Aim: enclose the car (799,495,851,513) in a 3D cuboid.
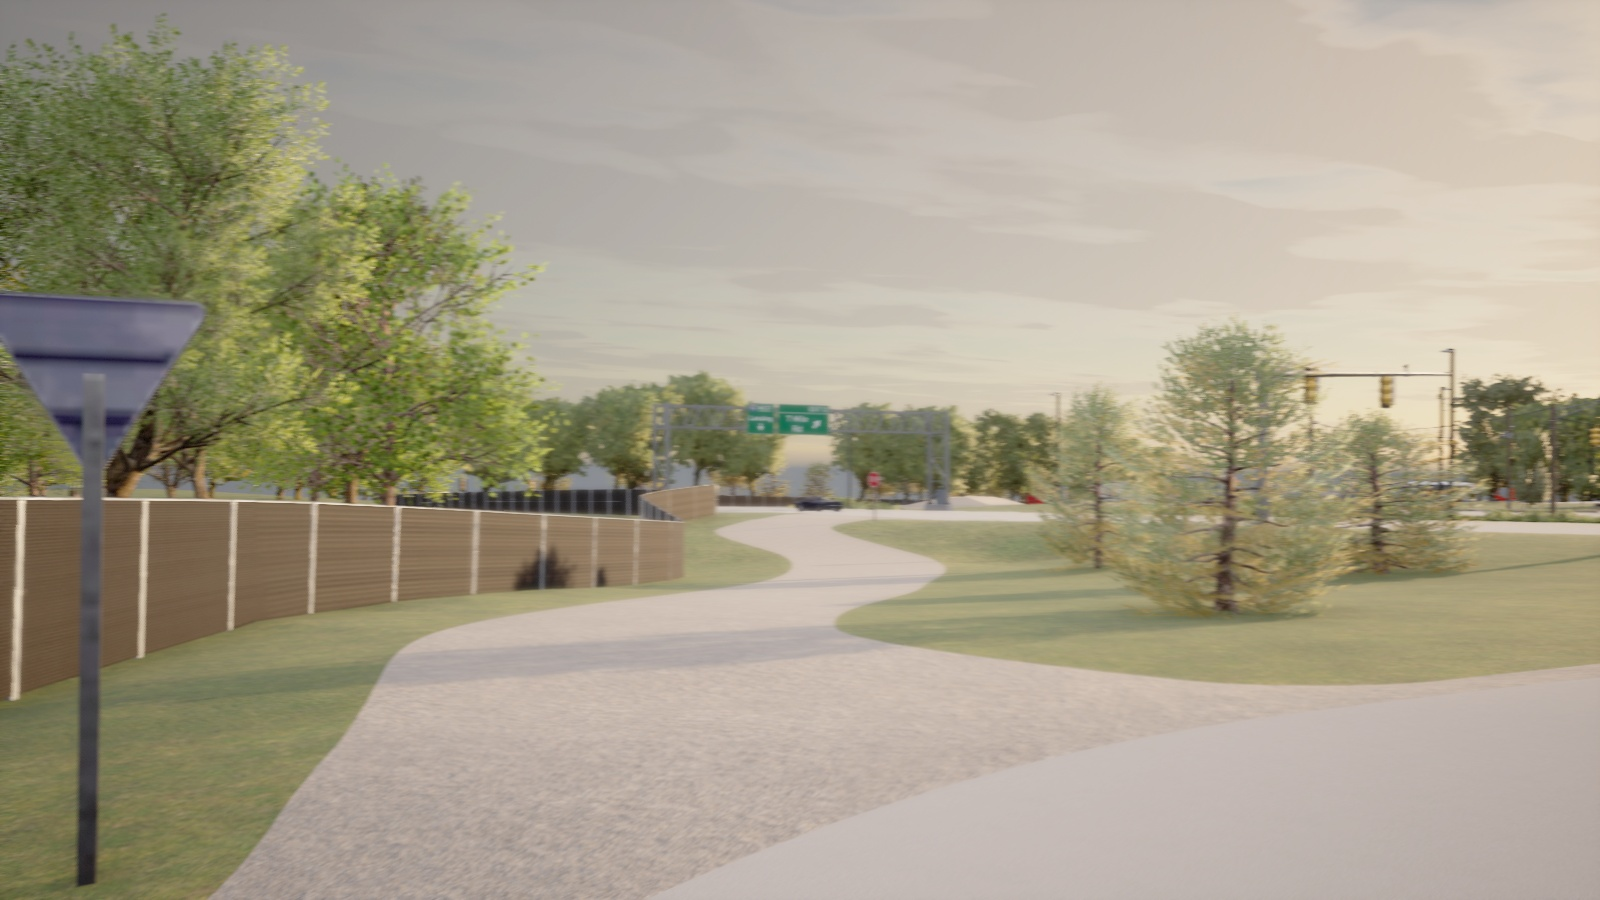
[{"bbox_3d":[1.858,4.094,95.093,1.895,1.301,4.718,0,-2,-28],"label":"car"}]
